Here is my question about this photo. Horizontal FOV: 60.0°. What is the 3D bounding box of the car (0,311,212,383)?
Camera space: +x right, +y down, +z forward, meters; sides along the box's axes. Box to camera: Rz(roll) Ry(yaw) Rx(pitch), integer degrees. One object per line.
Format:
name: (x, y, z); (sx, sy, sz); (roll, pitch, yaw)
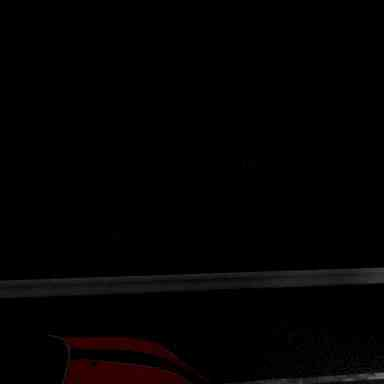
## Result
car: (-1.869, 1.352, 1.646); (4.553, 1.767, 2.097); (0, 0, -6)
